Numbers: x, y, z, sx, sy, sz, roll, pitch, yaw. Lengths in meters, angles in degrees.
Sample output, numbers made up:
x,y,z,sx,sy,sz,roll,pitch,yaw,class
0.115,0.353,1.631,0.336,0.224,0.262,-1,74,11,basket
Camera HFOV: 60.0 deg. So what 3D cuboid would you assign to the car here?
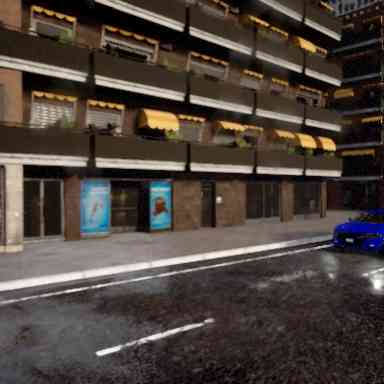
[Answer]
x,y,z,sx,sy,sz,roll,pitch,yaw,class
7.623,1.459,13.338,5.008,1.535,1.882,0,0,-37,car
